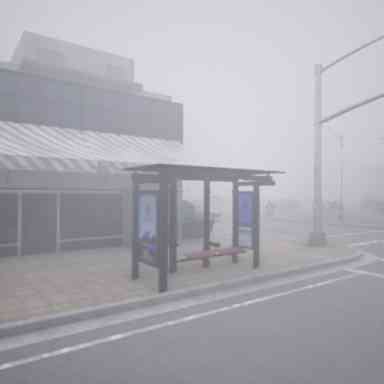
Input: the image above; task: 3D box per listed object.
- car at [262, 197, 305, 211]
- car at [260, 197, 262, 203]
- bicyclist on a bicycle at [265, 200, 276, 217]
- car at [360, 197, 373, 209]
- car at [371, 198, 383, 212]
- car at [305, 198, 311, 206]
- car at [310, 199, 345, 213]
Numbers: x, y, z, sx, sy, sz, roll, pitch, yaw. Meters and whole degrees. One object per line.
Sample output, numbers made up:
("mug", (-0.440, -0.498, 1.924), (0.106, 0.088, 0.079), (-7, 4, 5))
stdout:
("car", (12.064, 1.581, 43.777), (5.027, 1.636, 2.152), (0, 0, -36))
("car", (15.543, 1.868, 70.039), (3.633, 1.501, 1.845), (0, 0, -36))
("bicyclist on a bicycle", (7.638, 1.644, 32.305), (1.656, 1.620, 0.582), (0, 0, -36))
("car", (28.018, 1.641, 51.360), (4.605, 1.855, 1.932), (0, 0, -36))
("car", (23.930, 1.775, 39.884), (4.514, 1.523, 2.007), (0, 0, -36))
("car", (21.334, 1.846, 61.895), (4.514, 1.523, 2.007), (0, 0, -36))
("car", (16.068, 1.662, 38.751), (3.806, 1.475, 1.970), (0, 0, -36))
